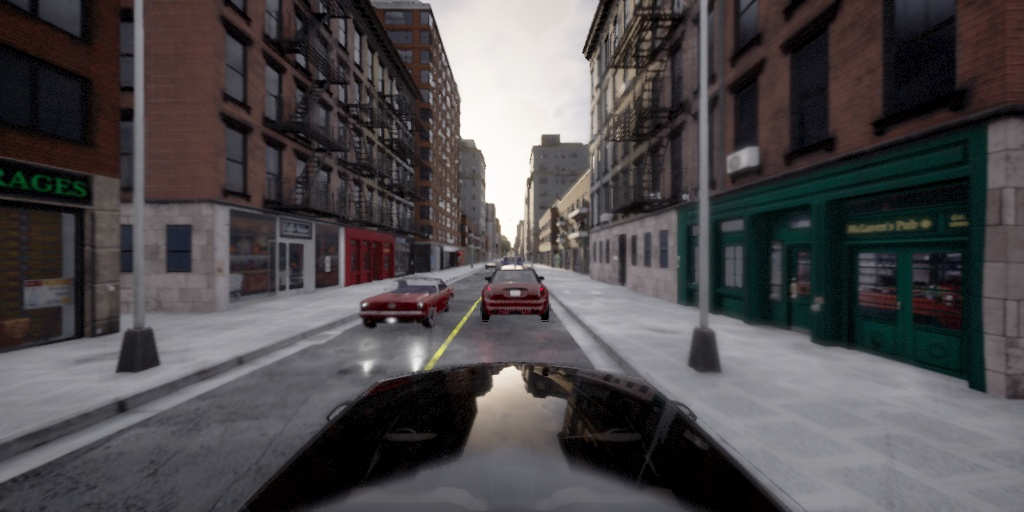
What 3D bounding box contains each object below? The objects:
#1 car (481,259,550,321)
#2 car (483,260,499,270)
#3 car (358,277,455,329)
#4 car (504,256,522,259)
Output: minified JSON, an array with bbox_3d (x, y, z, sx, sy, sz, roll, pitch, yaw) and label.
[{"bbox_3d":[0.097,1.115,12.648,2.097,1.767,4.553,0,0,0],"label":"car"},{"bbox_3d":[-3.075,1.351,54.233,2.033,1.411,5.357,0,0,0],"label":"car"},{"bbox_3d":[-3.103,1.362,11.468,1.895,1.301,4.718,0,0,0],"label":"car"},{"bbox_3d":[0.095,1.006,35.279,2.150,2.045,5.566,0,0,0],"label":"car"}]
